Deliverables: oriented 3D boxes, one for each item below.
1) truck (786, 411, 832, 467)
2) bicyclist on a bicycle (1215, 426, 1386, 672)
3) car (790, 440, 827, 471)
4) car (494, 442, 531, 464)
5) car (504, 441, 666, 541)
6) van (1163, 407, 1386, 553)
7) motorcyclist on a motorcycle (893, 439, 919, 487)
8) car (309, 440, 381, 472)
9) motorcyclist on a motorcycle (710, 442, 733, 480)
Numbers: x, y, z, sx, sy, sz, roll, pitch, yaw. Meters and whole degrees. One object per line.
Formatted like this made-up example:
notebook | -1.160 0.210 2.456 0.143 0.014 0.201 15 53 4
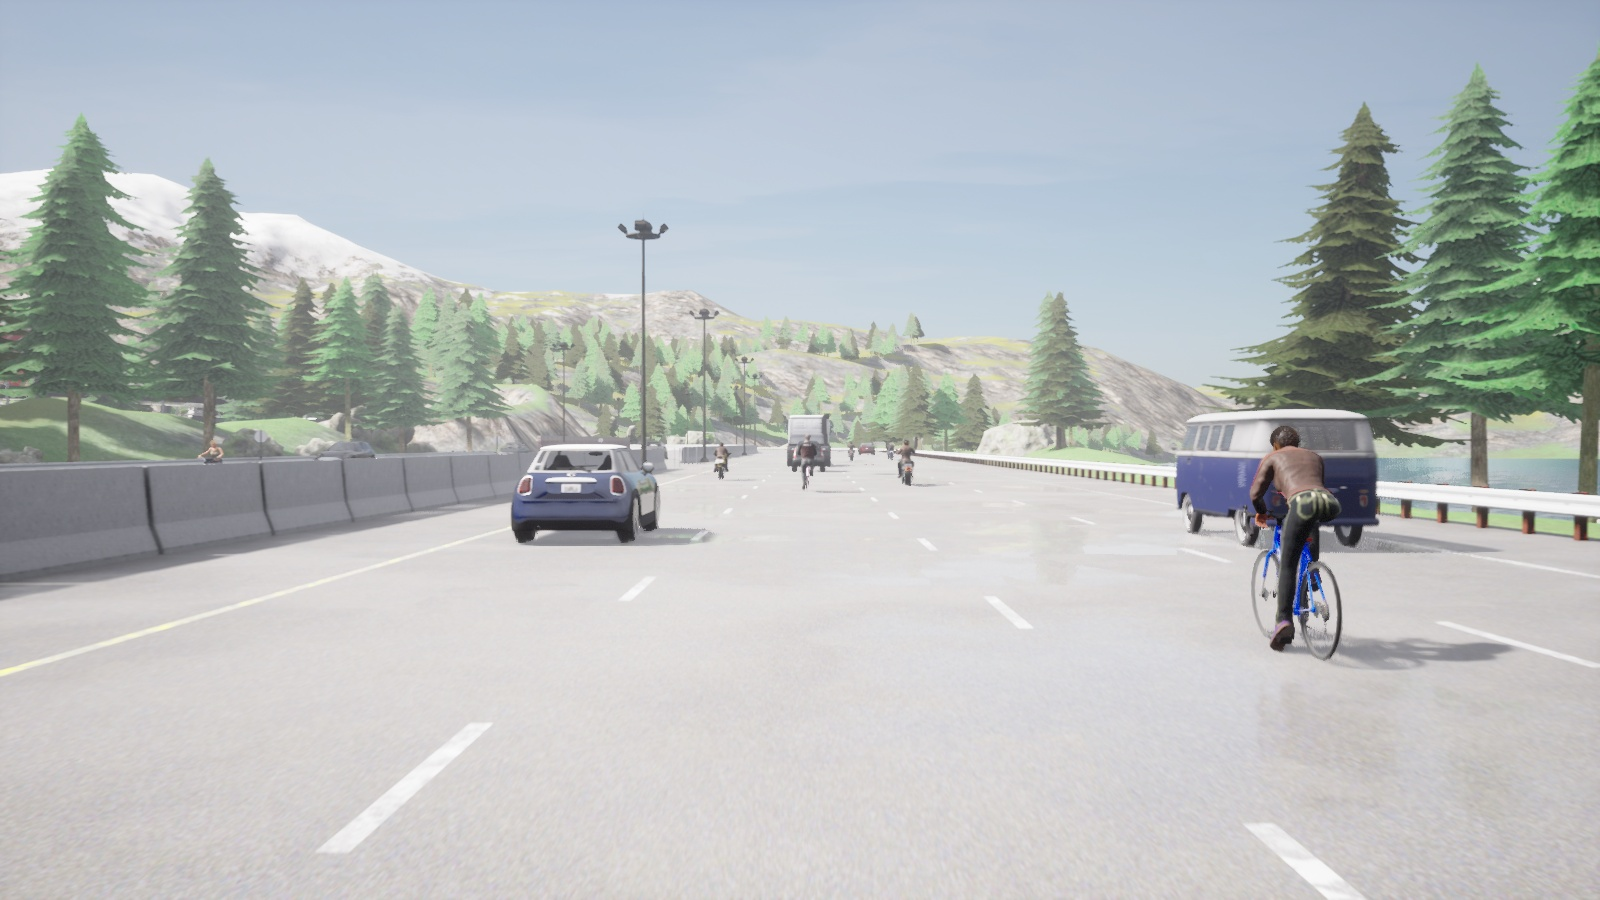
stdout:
truck | 0.589 -0.698 82.138 2.891 3.462 7.936 0 0 0
bicyclist on a bicycle | 3.567 0.651 9.086 0.582 1.620 1.656 0 0 0
car | 0.455 0.271 66.210 1.851 1.617 3.988 0 0 1
car | -20.353 0.205 89.051 1.789 1.549 3.705 0 0 0
car | -3.371 0.594 20.397 1.970 1.475 3.806 0 0 0
van | 7.124 0.396 19.389 1.775 1.987 4.442 0 0 0
motorcyclist on a motorcycle | 3.776 0.446 44.951 0.766 1.649 2.350 0 0 0
car | -24.043 0.282 66.510 2.033 1.649 4.856 0 0 0
motorcyclist on a motorcycle | -3.173 0.438 51.035 0.797 1.523 2.044 0 0 1
